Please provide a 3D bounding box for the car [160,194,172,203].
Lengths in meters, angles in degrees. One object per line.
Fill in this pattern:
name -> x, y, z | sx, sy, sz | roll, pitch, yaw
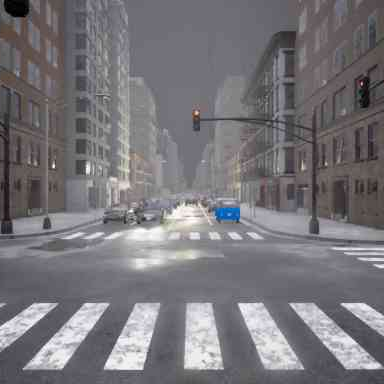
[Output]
car -> -5.497, 1.292, 70.370 | 2.192, 1.841, 5.009 | 0, 0, 0

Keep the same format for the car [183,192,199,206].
car -> -0.086, 1.340, 55.032 | 2.097, 1.767, 4.553 | 0, 0, 0

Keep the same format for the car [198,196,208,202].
car -> 2.519, 1.524, 76.068 | 2.008, 1.369, 4.403 | 0, 0, 0

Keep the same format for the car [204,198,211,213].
car -> 2.580, 1.580, 36.299 | 1.802, 1.307, 4.206 | 0, 0, 0

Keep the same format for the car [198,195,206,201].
car -> 2.502, 1.530, 87.431 | 1.947, 1.339, 4.313 | 0, 0, 0

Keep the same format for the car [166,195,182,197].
car -> -2.889, 1.554, 53.158 | 1.994, 1.385, 4.181 | 0, 0, 1

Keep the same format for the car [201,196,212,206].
car -> 2.563, 1.576, 47.662 | 1.802, 1.307, 4.206 | 0, 0, 0

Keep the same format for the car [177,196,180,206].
car -> -2.914, 1.560, 43.136 | 1.994, 1.385, 4.181 | 0, 0, 0

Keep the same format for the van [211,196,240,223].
van -> 2.598, 1.340, 24.937 | 1.690, 1.788, 3.998 | 0, 0, 0

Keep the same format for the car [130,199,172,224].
car -> -2.876, 1.490, 24.467 | 2.128, 1.511, 4.902 | 0, 0, -1

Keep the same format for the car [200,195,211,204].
car -> 2.537, 1.421, 64.706 | 1.967, 1.590, 4.097 | 0, 0, 0

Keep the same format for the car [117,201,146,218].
car -> -5.436, 1.543, 30.597 | 1.887, 1.381, 4.507 | 0, 0, 0

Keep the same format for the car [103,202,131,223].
car -> -5.427, 1.549, 24.915 | 2.008, 1.369, 4.403 | 0, 0, 0

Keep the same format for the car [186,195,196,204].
car -> -0.101, 1.459, 65.064 | 1.882, 1.535, 5.008 | 0, 0, 0

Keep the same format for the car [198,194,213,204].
car -> 2.554, 1.305, 53.343 | 2.192, 1.841, 5.009 | 0, 0, 0

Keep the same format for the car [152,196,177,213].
car -> -2.903, 1.476, 33.910 | 1.882, 1.535, 5.008 | 0, 0, 0
